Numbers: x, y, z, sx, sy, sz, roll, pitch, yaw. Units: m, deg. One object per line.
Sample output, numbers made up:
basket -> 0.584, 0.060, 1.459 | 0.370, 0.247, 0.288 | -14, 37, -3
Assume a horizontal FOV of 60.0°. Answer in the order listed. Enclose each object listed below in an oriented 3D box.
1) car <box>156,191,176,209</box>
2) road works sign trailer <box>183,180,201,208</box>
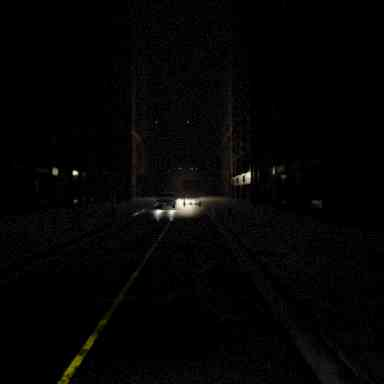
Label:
car -> -3.095, 0.961, 40.454 | 2.150, 2.045, 5.566 | 0, 0, 0
road works sign trailer -> -0.004, 0.191, 43.072 | 2.380, 3.560, 2.880 | 0, 0, 0
